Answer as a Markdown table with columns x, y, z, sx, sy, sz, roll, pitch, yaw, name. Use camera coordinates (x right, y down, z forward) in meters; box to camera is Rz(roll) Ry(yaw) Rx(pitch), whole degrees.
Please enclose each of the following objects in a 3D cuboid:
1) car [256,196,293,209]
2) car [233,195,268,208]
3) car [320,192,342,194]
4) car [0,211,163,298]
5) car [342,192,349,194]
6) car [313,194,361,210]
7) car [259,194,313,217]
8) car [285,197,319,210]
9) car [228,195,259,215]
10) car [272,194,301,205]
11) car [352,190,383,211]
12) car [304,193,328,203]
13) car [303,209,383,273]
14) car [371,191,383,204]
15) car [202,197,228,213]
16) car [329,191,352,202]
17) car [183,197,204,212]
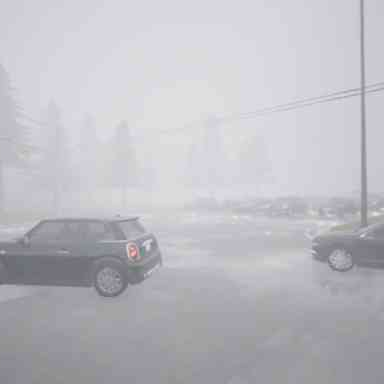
| x | y | z | sx | sy | sz | roll | pitch | yaw | name |
| --- | --- | --- | --- | --- | --- | --- | --- | --- | --- |
| 10.175 | 1.241 | 40.604 | 2.033 | 1.411 | 5.357 | -1 | 0 | 44 | car |
| 7.598 | 1.196 | 42.968 | 1.882 | 1.535 | 5.008 | -1 | 0 | 44 | car |
| 19.553 | 1.073 | 45.343 | 1.812 | 1.442 | 4.674 | -1 | 0 | 44 | car |
| -3.122 | 1.356 | 8.263 | 4.553 | 1.767 | 2.097 | -1 | 1 | 11 | car |
| 21.589 | 0.753 | 42.416 | 2.150 | 2.045 | 5.566 | -1 | 0 | 44 | car |
| 12.004 | 1.214 | 27.308 | 2.128 | 1.511 | 4.902 | -1 | 0 | 43 | car |
| 8.039 | 1.125 | 28.172 | 2.097 | 1.767 | 4.553 | -1 | 0 | 43 | car |
| 12.658 | 1.271 | 38.135 | 1.895 | 1.301 | 4.718 | -1 | 0 | 44 | car |
| 6.051 | 1.335 | 31.187 | 2.033 | 1.411 | 5.357 | -1 | 0 | 43 | car |
| 14.269 | 1.092 | 49.908 | 2.128 | 1.511 | 4.902 | -1 | 0 | 44 | car |
| 18.322 | 0.962 | 33.938 | 2.097 | 1.767 | 4.553 | -1 | 0 | 44 | car |
| 21.477 | 0.964 | 57.359 | 2.128 | 1.511 | 4.902 | -1 | 0 | 44 | car |
| 5.655 | 1.390 | 8.670 | 4.892 | 1.490 | 1.837 | 0 | 0 | 37 | car |
| 28.521 | 0.762 | 49.621 | 2.097 | 1.767 | 4.553 | -1 | 0 | 44 | car |
| 3.530 | 1.412 | 33.606 | 1.895 | 1.301 | 4.718 | -1 | 0 | 43 | car |
| 25.146 | 0.781 | 56.200 | 2.097 | 1.767 | 4.553 | -1 | 0 | 44 | car |
| 1.058 | 1.339 | 36.084 | 1.837 | 1.490 | 4.892 | -1 | 0 | 43 | car |
